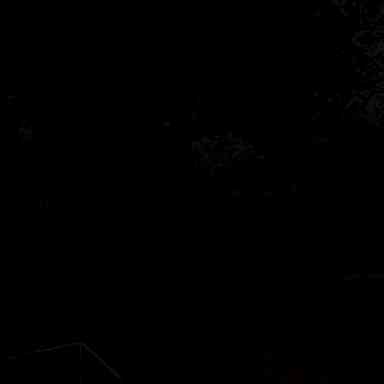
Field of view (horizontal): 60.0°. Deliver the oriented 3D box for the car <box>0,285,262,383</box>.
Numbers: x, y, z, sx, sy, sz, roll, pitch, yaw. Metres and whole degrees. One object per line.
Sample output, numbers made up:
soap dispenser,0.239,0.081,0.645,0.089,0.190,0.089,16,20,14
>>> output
car,-1.760,1.598,2.501,4.718,1.301,1.895,0,0,-35
